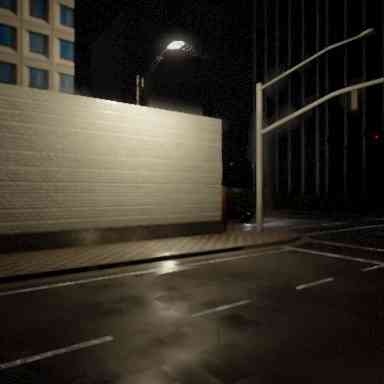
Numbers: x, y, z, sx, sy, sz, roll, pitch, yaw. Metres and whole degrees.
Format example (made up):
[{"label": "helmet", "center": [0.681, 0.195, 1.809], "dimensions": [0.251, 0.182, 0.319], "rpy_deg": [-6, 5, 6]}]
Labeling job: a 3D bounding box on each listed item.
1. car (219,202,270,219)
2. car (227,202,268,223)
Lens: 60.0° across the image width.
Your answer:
[{"label": "car", "center": [4.801, 1.659, 31.029], "dimensions": [1.895, 1.301, 4.718], "rpy_deg": [0, 0, -36]}, {"label": "car", "center": [3.594, 1.583, 26.705], "dimensions": [1.812, 1.442, 4.674], "rpy_deg": [0, 0, -36]}]
